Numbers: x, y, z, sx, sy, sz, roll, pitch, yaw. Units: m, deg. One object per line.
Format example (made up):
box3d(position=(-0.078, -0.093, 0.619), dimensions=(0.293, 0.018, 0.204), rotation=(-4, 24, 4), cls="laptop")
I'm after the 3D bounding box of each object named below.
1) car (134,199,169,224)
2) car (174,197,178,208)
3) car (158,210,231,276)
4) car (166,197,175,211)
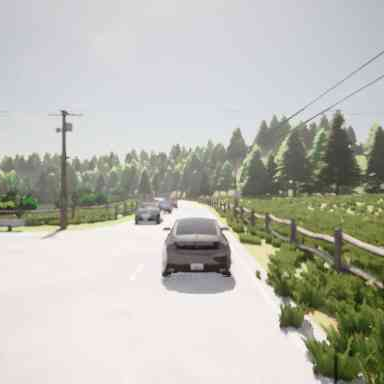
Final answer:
box3d(position=(-3.222, 1.574, 25.645), dimensions=(2.128, 1.511, 4.902), rotation=(0, 0, 0), cls="car")
box3d(position=(-3.235, 1.512, 49.901), dimensions=(2.097, 1.767, 4.553), rotation=(0, 0, 1), cls="car")
box3d(position=(0.128, 1.541, 10.440), dimensions=(1.837, 1.490, 4.892), rotation=(0, 0, 0), cls="car")
box3d(position=(-3.197, 1.645, 37.169), dimensions=(1.812, 1.442, 4.674), rotation=(0, 0, 0), cls="car")
